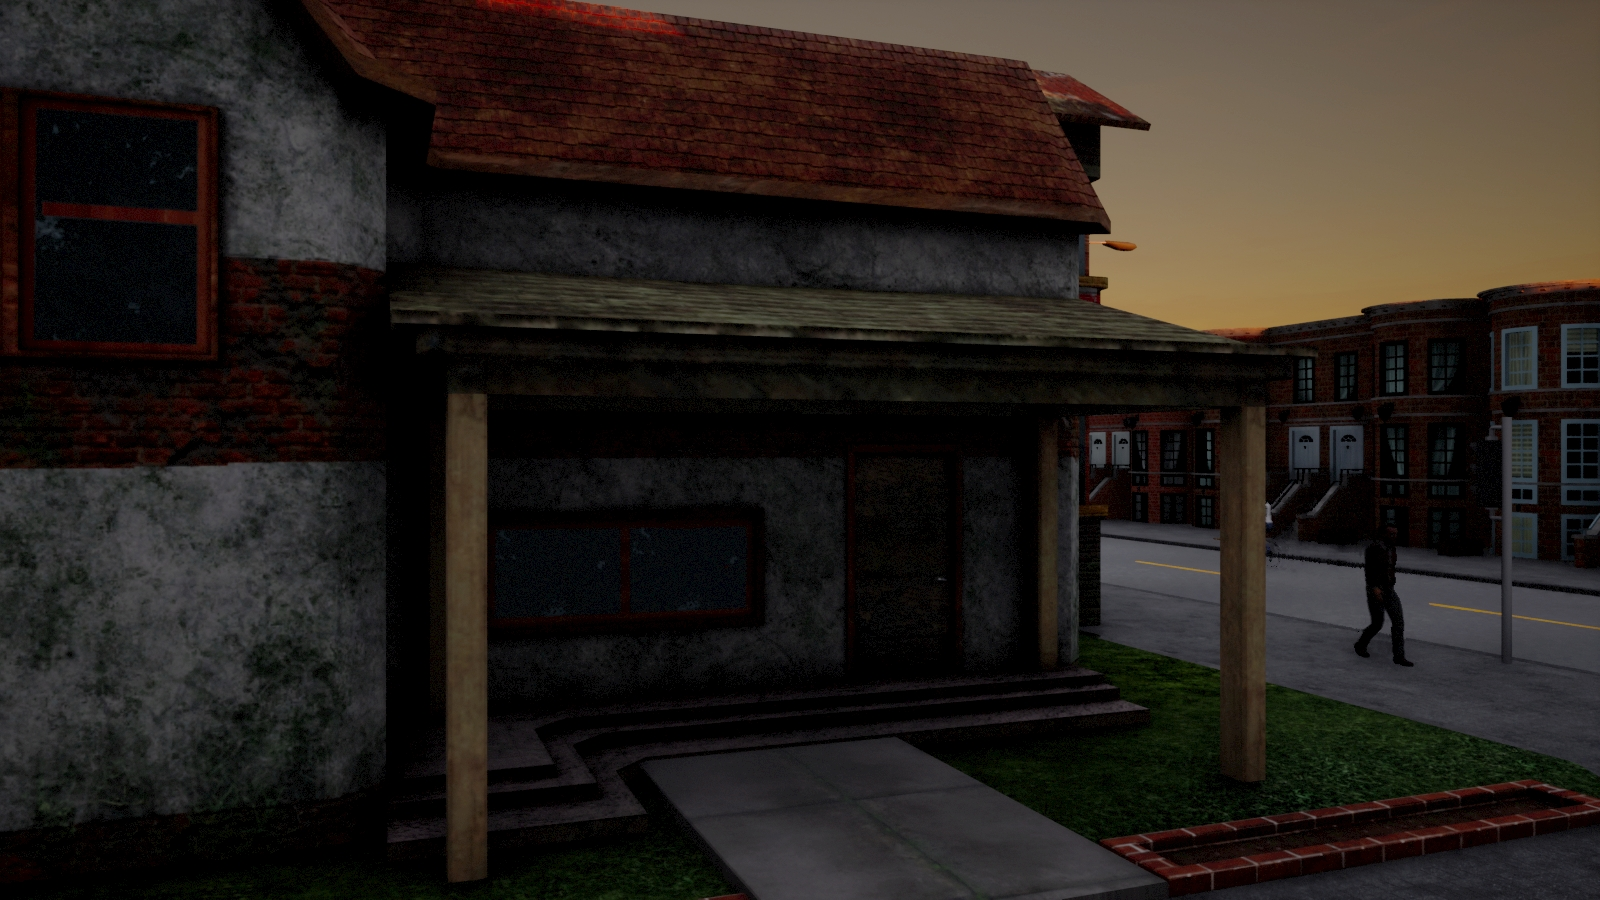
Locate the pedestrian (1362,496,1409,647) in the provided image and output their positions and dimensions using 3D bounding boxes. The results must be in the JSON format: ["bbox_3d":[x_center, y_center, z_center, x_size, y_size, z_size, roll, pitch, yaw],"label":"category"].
[{"bbox_3d":[7.424,1.524,14.483,0.375,1.860,0.375,0,0,-16],"label":"pedestrian"}]
